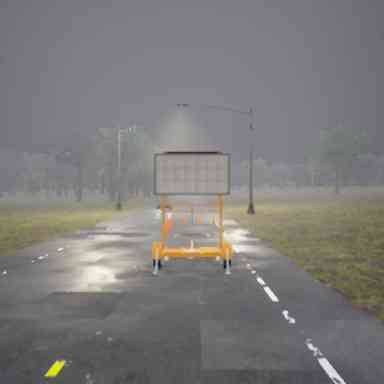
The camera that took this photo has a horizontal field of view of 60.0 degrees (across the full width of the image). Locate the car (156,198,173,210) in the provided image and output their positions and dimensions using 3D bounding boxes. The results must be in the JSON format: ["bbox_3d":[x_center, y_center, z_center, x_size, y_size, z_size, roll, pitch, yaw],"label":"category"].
[{"bbox_3d":[-3.569,1.519,43.416,1.837,1.490,4.892,0,0,0],"label":"car"}]

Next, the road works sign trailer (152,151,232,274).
[{"bbox_3d":[0.006,0.497,10.679,2.380,3.560,2.880,0,0,0],"label":"road works sign trailer"}]
